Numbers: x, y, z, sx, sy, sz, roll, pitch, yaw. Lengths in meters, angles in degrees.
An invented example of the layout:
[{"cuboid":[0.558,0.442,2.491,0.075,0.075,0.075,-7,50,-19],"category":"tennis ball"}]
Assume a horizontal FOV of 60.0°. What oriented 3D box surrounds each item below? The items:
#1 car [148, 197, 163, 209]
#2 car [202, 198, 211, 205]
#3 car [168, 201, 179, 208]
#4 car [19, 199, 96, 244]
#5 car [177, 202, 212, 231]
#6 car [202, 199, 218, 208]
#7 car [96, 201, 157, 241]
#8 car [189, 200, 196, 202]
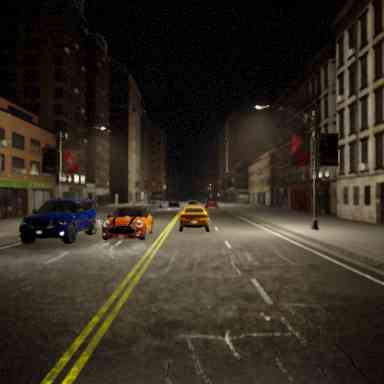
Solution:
[{"cuboid":[-6.454,1.826,58.756,2.150,2.045,5.566,0,-1,1],"category":"car"},{"cuboid":[3.369,2.283,77.771,1.882,1.535,5.008,0,-1,0],"category":"car"},{"cuboid":[-3.204,2.209,58.803,1.895,1.301,4.718,0,-1,1],"category":"car"},{"cuboid":[-6.576,1.399,17.073,2.150,2.045,5.566,0,-1,0],"category":"car"},{"cuboid":[0.135,1.719,22.783,1.882,1.535,5.008,0,-1,0],"category":"car"},{"cuboid":[3.440,1.970,59.369,2.097,1.767,4.553,0,-1,0],"category":"car"},{"cuboid":[-3.323,1.540,17.839,2.097,1.767,4.553,0,-1,0],"category":"car"},{"cuboid":[0.115,2.380,76.039,1.895,1.301,4.718,0,-1,0],"category":"car"}]
